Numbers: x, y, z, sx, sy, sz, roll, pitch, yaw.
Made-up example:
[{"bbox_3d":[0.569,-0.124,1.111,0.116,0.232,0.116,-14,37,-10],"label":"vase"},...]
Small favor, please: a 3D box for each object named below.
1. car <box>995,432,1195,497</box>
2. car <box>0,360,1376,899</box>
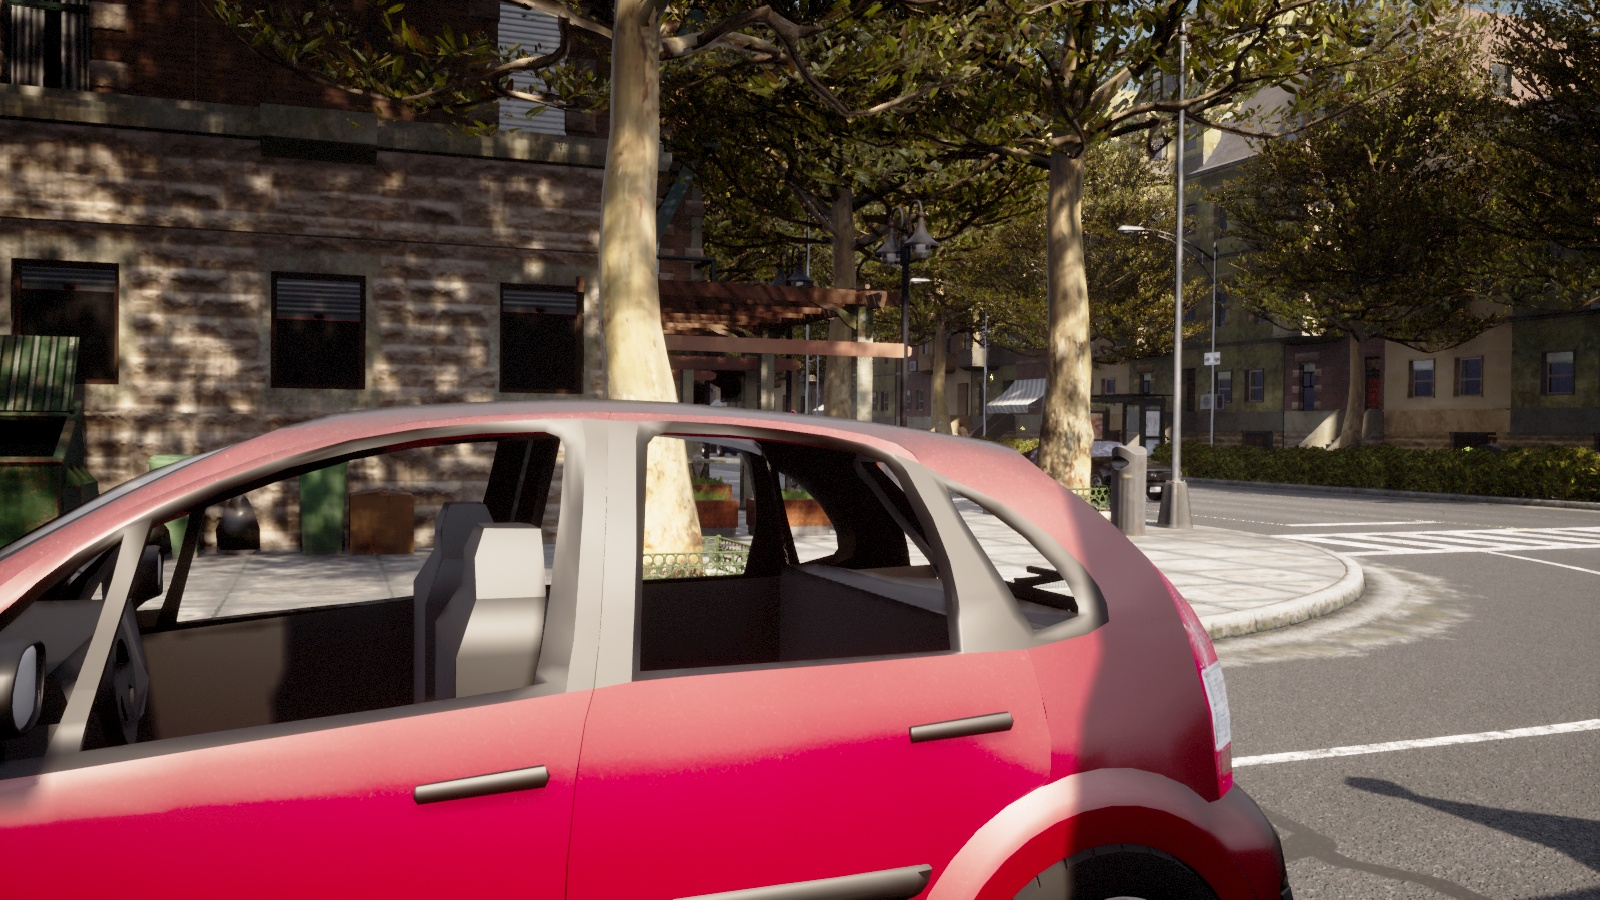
[{"bbox_3d":[6.935,0.279,30.226,2.033,1.411,5.357,-1,1,-21],"label":"car"},{"bbox_3d":[-0.947,0.660,2.878,3.988,1.617,1.851,-1,1,-21],"label":"car"}]
